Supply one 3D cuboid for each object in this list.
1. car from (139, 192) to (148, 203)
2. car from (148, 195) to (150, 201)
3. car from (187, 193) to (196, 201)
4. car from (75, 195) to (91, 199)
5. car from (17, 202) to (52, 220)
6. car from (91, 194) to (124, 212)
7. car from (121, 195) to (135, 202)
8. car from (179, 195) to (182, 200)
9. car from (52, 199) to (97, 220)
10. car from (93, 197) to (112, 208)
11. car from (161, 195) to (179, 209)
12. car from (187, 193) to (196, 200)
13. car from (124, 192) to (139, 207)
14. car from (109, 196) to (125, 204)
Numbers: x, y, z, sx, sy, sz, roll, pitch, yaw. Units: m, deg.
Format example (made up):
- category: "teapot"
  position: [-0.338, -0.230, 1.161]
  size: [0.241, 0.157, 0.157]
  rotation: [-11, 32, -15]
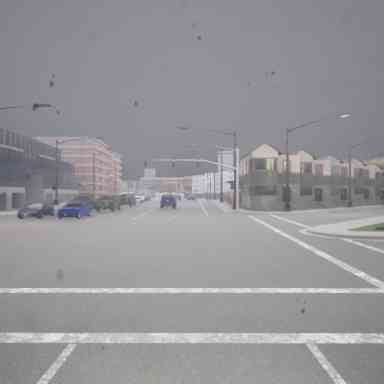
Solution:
- category: "car"
  position: [-10.644, 1.120, 65.305]
  size: [2.150, 2.045, 5.566]
  rotation: [0, 1, 0]
- category: "car"
  position: [-10.627, 1.300, 75.528]
  size: [1.882, 1.535, 5.008]
  rotation: [0, 0, 0]
- category: "car"
  position: [-0.131, 1.420, 77.859]
  size: [1.895, 1.301, 4.718]
  rotation: [0, -1, 0]
- category: "car"
  position: [-14.170, 1.432, 43.546]
  size: [2.150, 2.045, 5.566]
  rotation: [0, 0, 0]
- category: "car"
  position: [-14.152, 1.700, 30.560]
  size: [1.812, 1.442, 4.674]
  rotation: [0, 0, 0]
- category: "car"
  position: [-10.668, 1.439, 42.506]
  size: [2.150, 2.045, 5.566]
  rotation: [0, 0, 0]
- category: "car"
  position: [-14.124, 1.364, 73.439]
  size: [2.033, 1.411, 5.357]
  rotation: [0, 0, 0]
- category: "car"
  position: [-3.644, 1.434, 85.329]
  size: [2.128, 1.511, 4.902]
  rotation: [0, -1, 0]
- category: "car"
  position: [-10.646, 1.657, 30.480]
  size: [1.882, 1.535, 5.008]
  rotation: [0, 0, 0]
- category: "car"
  position: [-14.176, 1.641, 53.116]
  size: [1.812, 1.442, 4.674]
  rotation: [0, 1, 0]
- category: "car"
  position: [-3.483, 1.380, 50.027]
  size: [2.150, 2.045, 5.566]
  rotation: [0, 1, 0]
- category: "car"
  position: [-0.148, 1.139, 87.819]
  size: [2.097, 1.767, 4.553]
  rotation: [0, -2, 0]
- category: "car"
  position: [-10.677, 1.313, 54.698]
  size: [2.150, 2.045, 5.566]
  rotation: [0, 1, 0]
- category: "car"
  position: [-14.143, 1.500, 62.940]
  size: [1.994, 1.385, 4.181]
  rotation: [0, 1, 1]
